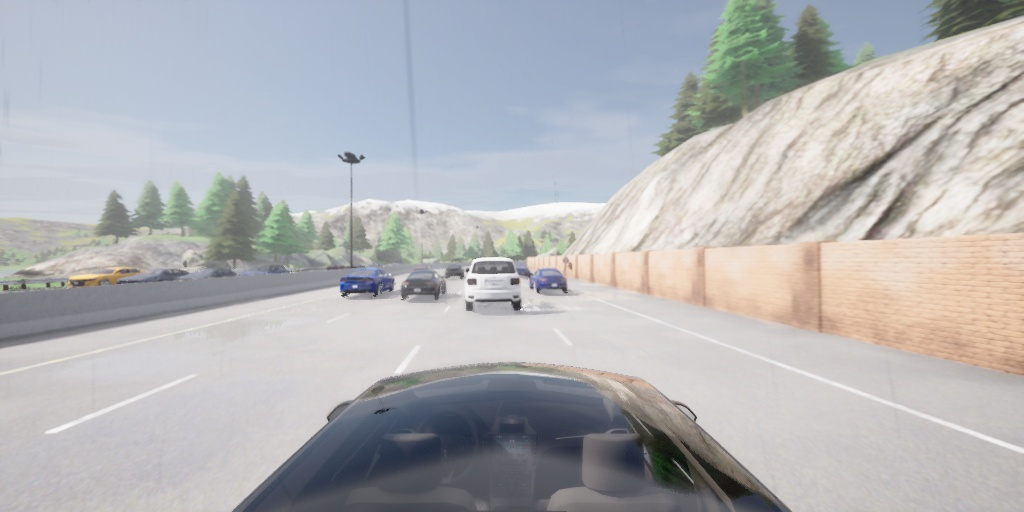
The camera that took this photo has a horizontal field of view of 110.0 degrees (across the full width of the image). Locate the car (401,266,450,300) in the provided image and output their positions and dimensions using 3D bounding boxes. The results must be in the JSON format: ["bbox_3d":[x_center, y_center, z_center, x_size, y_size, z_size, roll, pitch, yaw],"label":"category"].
[{"bbox_3d":[-4.611,1.465,19.077,1.812,1.442,4.674,0,-1,-4],"label":"car"}]

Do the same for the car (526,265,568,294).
[{"bbox_3d":[2.182,1.462,22.087,1.812,1.442,4.674,0,0,-4],"label":"car"}]

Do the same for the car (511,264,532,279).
[{"bbox_3d":[0.953,1.629,38.783,1.812,1.442,4.674,0,0,-4],"label":"car"}]

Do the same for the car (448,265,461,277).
[{"bbox_3d":[-6.024,1.637,38.216,1.837,1.490,4.892,0,0,-4],"label":"car"}]

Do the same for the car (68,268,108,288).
[{"bbox_3d":[-29.957,1.609,26.986,1.882,1.535,5.008,0,-1,-4],"label":"car"}]

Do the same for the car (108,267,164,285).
[{"bbox_3d":[-26.455,1.664,27.086,2.033,1.411,5.357,0,-1,-4],"label":"car"}]

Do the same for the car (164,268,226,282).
[{"bbox_3d":[-22.974,1.652,27.461,2.033,1.411,5.357,0,-1,-4],"label":"car"}]

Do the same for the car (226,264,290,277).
[{"bbox_3d":[-19.514,1.447,28.153,2.097,1.767,4.553,0,-1,-4],"label":"car"}]

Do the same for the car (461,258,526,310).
[{"bbox_3d":[-0.846,1.111,15.612,2.150,2.045,5.566,0,0,-4],"label":"car"}]

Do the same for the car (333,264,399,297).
[{"bbox_3d":[-8.249,1.451,20.873,1.882,1.535,5.008,0,-1,-4],"label":"car"}]
